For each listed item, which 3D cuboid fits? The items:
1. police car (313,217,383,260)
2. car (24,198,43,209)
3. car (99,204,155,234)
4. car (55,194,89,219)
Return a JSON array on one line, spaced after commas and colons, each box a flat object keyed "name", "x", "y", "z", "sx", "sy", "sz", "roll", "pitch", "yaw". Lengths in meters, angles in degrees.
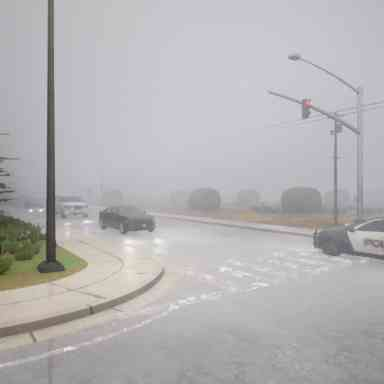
[{"name": "police car", "x": 6.445, "y": 1.519, "z": 10.913, "sx": 2.038, "sy": 1.542, "sz": 4.974, "roll": 0, "pitch": 0, "yaw": -34}, {"name": "car", "x": -22.056, "y": 1.595, "z": 46.256, "sx": 1.994, "sy": 1.385, "sz": 4.181, "roll": 0, "pitch": 0, "yaw": -34}, {"name": "car", "x": -3.936, "y": 1.505, "z": 19.679, "sx": 1.882, "sy": 1.535, "sz": 5.008, "roll": 0, "pitch": 0, "yaw": -34}, {"name": "car", "x": -11.116, "y": 1.241, "z": 30.128, "sx": 2.150, "sy": 2.045, "sz": 5.566, "roll": 0, "pitch": 1, "yaw": -35}]
